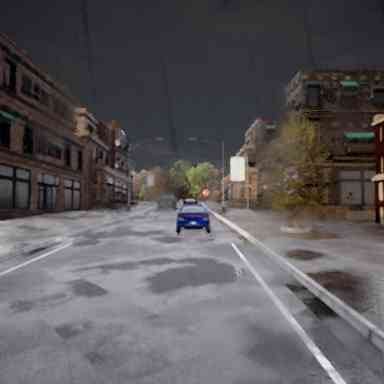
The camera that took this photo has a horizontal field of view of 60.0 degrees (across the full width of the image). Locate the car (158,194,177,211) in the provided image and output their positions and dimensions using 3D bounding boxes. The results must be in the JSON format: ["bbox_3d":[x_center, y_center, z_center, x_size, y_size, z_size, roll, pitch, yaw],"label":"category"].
[{"bbox_3d":[-3.092,1.258,42.416,2.150,2.045,5.566,0,0,0],"label":"car"}]

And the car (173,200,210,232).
[{"bbox_3d":[0.053,1.492,20.149,1.882,1.535,5.008,0,0,0],"label":"car"}]

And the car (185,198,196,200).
[{"bbox_3d":[-0.209,1.510,41.326,1.882,1.535,5.008,0,0,-1],"label":"car"}]
